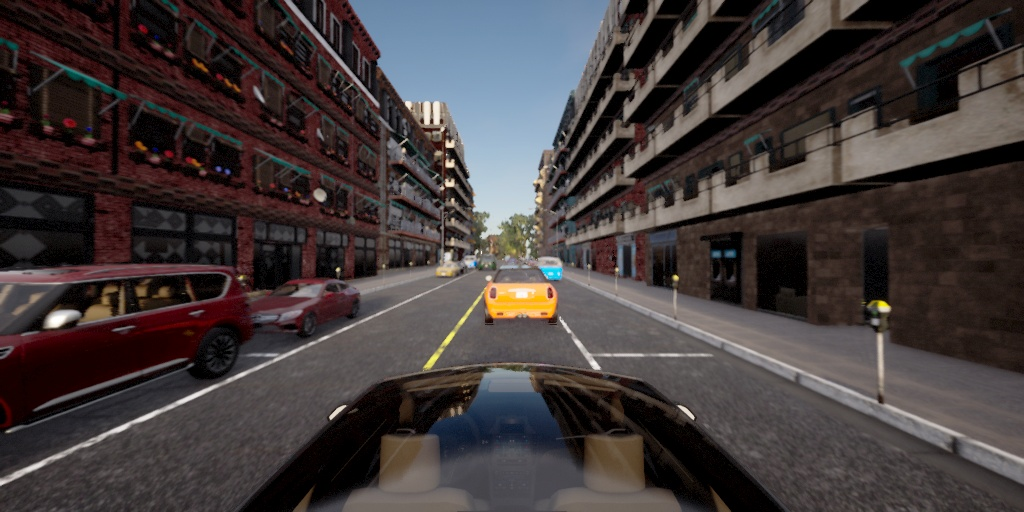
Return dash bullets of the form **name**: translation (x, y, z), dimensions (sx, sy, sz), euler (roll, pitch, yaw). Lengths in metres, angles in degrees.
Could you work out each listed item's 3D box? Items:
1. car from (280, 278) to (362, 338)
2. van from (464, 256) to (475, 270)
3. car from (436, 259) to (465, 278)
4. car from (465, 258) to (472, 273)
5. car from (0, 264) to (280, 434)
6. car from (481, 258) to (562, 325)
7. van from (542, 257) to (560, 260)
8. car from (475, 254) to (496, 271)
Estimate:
- **car**: translation (-5.690, 1.299, 10.076), dimensions (1.802, 1.307, 4.207), euler (0, 0, 0)
- **van**: translation (-5.698, 0.907, 49.073), dimensions (1.690, 1.789, 3.998), euler (0, 0, 0)
- **car**: translation (-5.694, 1.156, 32.190), dimensions (1.751, 1.417, 4.829), euler (0, 0, 0)
- **car**: translation (-5.696, 1.175, 37.931), dimensions (1.948, 1.339, 4.313), euler (0, 0, 0)
- **car**: translation (-5.690, 1.054, 4.505), dimensions (2.192, 1.841, 5.009), euler (0, 0, 0)
- **car**: translation (0.192, 1.062, 11.884), dimensions (2.097, 1.767, 4.553), euler (0, 0, -2)
- **van**: translation (2.690, 0.993, 26.751), dimensions (1.690, 1.789, 3.998), euler (0, 0, 0)
- **car**: translation (-3.015, 0.804, 45.001), dimensions (2.150, 2.045, 5.566), euler (0, 0, 0)
